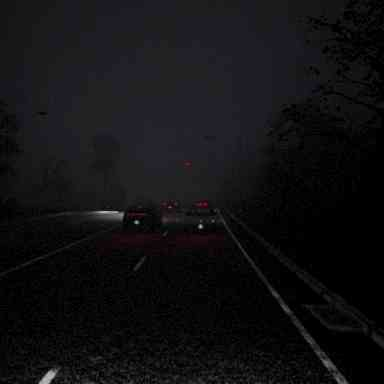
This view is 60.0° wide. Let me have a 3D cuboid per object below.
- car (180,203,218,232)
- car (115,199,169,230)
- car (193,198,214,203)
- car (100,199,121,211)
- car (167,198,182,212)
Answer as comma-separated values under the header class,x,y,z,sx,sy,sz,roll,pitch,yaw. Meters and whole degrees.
class,x,y,z,sx,sy,sz,roll,pitch,yaw
car,0.530,1.560,19.988,1.895,1.301,4.718,0,0,2
car,-2.946,1.446,20.599,2.128,1.511,4.902,0,0,2
car,1.227,1.430,35.871,1.837,1.490,4.892,0,0,3
car,-9.268,1.479,38.832,1.994,1.385,4.181,0,0,3
car,-2.208,1.448,37.239,1.812,1.442,4.674,0,0,3
